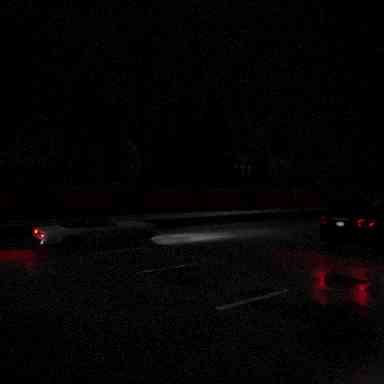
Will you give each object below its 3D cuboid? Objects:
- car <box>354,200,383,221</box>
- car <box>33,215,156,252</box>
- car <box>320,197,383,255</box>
[{"bbox_3d":[15.998,1.477,28.310,5.008,1.535,1.882,0,0,-36],"label":"car"},{"bbox_3d":[-3.897,1.601,13.884,4.718,1.301,1.895,0,0,-36],"label":"car"},{"bbox_3d":[7.480,1.223,13.481,5.566,2.045,2.150,0,0,-36],"label":"car"}]
